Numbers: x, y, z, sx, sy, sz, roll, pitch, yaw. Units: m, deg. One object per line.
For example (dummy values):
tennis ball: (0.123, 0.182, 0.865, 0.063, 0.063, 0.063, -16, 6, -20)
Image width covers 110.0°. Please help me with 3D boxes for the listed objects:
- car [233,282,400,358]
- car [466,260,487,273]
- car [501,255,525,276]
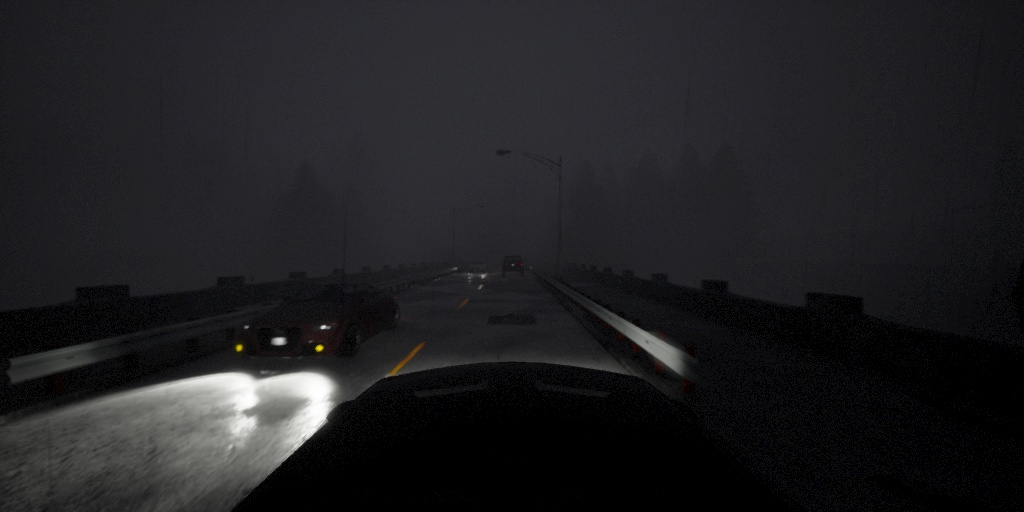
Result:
car: (-4.098, 1.310, 8.294, 1.994, 1.385, 4.181, 0, 0, 0)
car: (-4.084, 1.251, 42.367, 1.812, 1.442, 4.674, 0, 0, 0)
car: (0.093, 0.948, 36.591, 2.150, 2.045, 5.566, 0, 0, 0)
